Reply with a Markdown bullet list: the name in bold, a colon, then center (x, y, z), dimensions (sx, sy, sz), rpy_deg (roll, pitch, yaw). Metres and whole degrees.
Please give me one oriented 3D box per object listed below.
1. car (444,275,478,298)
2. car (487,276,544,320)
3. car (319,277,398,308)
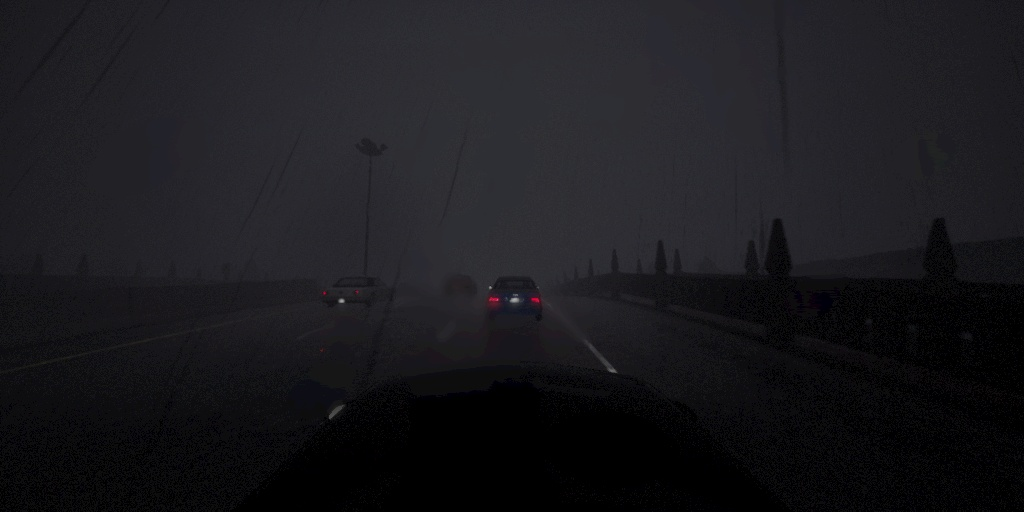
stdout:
- **car**: center (-3.401, 2.046, 24.574), dimensions (1.882, 1.535, 5.008), rpy_deg (0, -5, 0)
- **car**: center (0.100, 1.436, 13.039), dimensions (2.033, 1.411, 5.357), rpy_deg (0, -2, 0)
- **car**: center (-6.900, 1.647, 16.755), dimensions (1.895, 1.301, 4.718), rpy_deg (0, -3, 0)
